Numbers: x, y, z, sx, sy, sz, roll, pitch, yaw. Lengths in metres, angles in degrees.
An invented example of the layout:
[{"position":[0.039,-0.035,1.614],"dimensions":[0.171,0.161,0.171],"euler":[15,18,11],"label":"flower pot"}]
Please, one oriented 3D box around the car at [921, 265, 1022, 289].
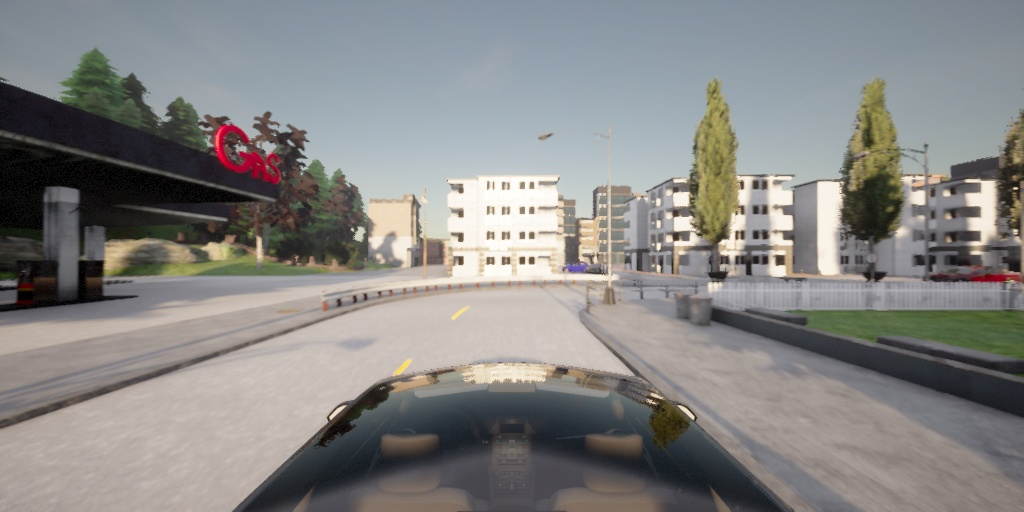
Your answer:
[{"position":[29.802,1.378,23.377],"dimensions":[5.008,1.535,1.882],"euler":[0,0,1],"label":"car"}]
